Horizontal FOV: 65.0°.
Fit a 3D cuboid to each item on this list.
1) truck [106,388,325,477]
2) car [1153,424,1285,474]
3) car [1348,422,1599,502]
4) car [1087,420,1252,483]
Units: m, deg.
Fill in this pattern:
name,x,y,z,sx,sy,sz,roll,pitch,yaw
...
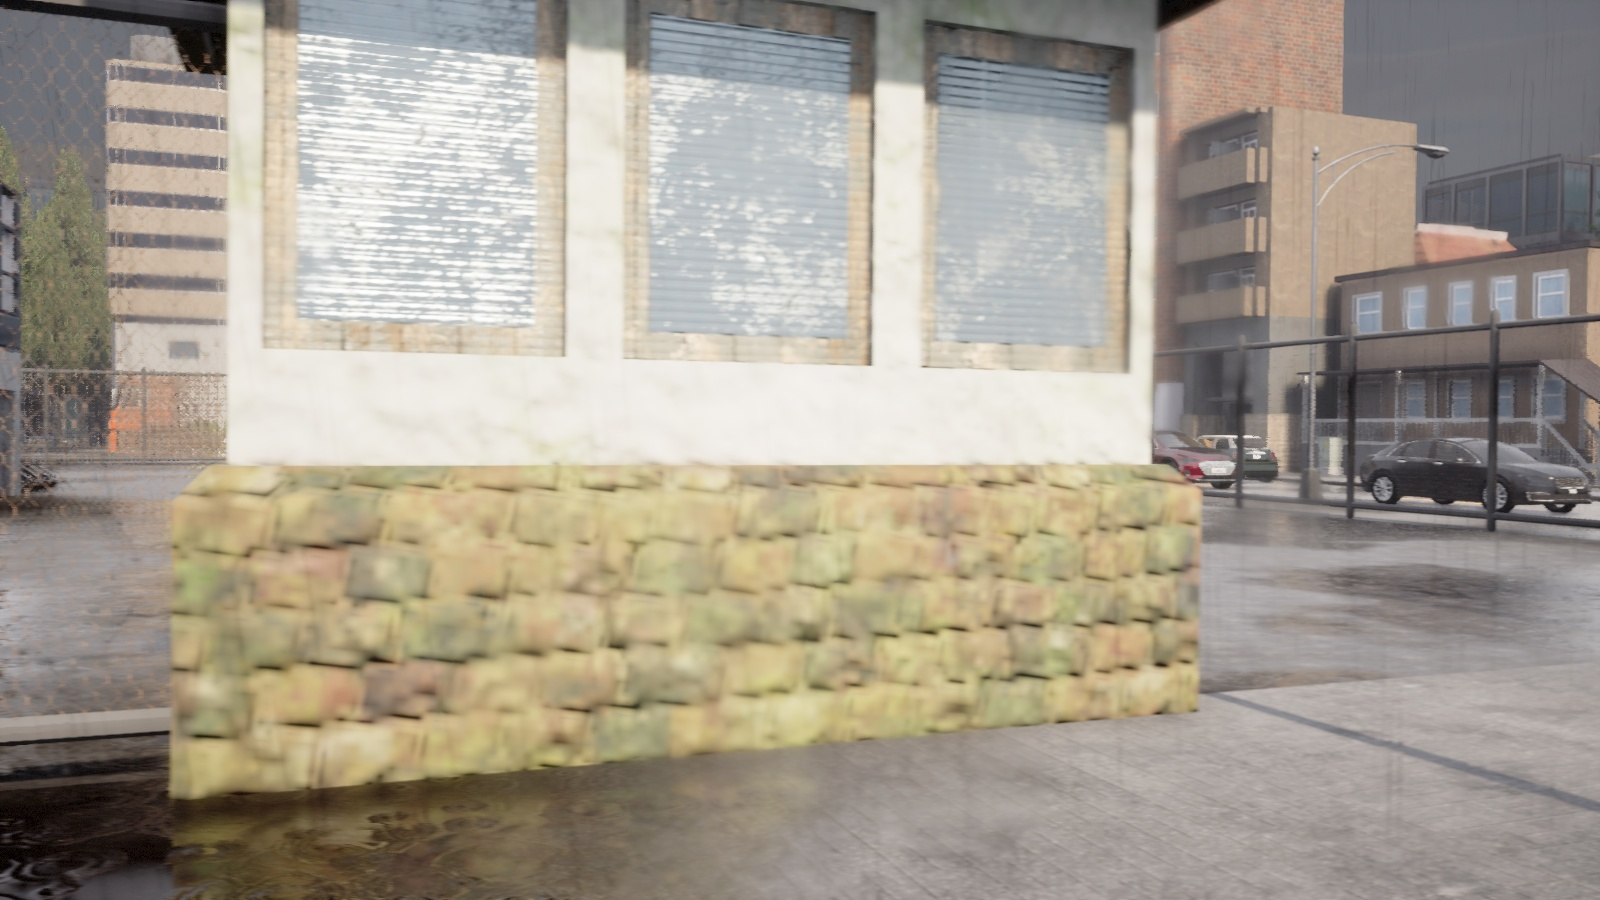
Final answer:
name,x,y,z,sx,sy,sz,roll,pitch,yaw
truck,-23.951,-0.768,51.945,7.936,3.462,2.891,-1,1,-21
car,13.175,-0.061,39.699,1.970,1.475,3.806,-1,1,-21
car,14.058,0.191,26.368,1.837,1.490,4.892,-1,1,-19
car,10.406,0.002,35.822,2.033,1.649,4.856,-1,1,-20
